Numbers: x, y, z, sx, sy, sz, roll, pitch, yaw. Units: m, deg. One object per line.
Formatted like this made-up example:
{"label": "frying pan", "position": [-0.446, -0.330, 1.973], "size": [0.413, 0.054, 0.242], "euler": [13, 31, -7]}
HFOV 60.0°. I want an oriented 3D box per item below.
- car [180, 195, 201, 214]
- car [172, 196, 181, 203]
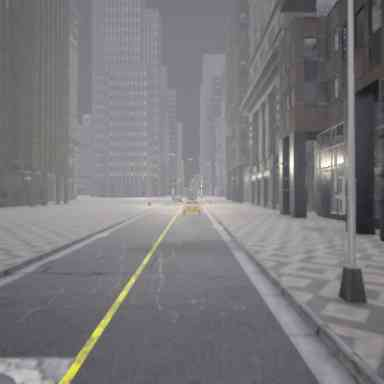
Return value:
{"label": "car", "position": [0.012, 1.456, 35.070], "size": [1.801, 1.575, 5.366], "euler": [0, 0, 1]}
{"label": "car", "position": [-3.023, 1.485, 68.494], "size": [1.812, 1.442, 4.674], "euler": [0, 0, 0]}
